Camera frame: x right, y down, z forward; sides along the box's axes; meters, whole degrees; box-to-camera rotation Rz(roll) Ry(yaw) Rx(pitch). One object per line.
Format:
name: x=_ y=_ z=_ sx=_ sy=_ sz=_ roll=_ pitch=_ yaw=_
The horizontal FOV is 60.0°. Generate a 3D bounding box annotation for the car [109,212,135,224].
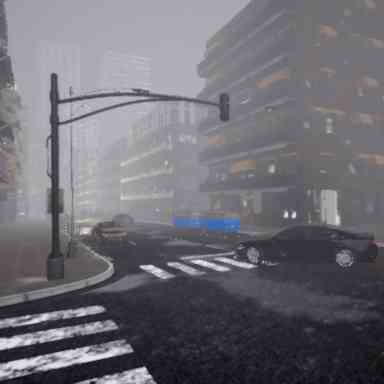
car: x=-8.451 y=3.329 z=40.724 sx=1.812 sy=1.442 sz=4.674 roll=0 pitch=-2 yaw=-26

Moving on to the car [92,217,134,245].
car: x=-5.417 y=2.577 z=21.635 sx=1.802 sy=1.307 sz=4.206 roll=-1 pitch=-2 yaw=-26

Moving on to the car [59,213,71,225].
car: x=-17.739 y=3.846 z=46.758 sx=1.802 sy=1.307 sz=4.206 roll=-1 pitch=-2 yaw=-26

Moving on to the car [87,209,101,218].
car: x=-20.099 y=4.546 z=70.517 sx=2.192 sy=1.841 sz=5.009 roll=-1 pitch=-2 yaw=-26

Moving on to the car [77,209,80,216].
car: x=-29.955 y=5.563 z=90.615 sx=2.192 sy=1.841 sz=5.009 roll=-1 pitch=-2 yaw=-26

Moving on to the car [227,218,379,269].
car: x=4.135 y=1.925 z=12.525 sx=5.008 sy=1.535 sz=1.882 roll=-3 pitch=0 yaw=22

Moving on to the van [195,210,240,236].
van: x=2.079 y=2.286 z=25.293 sx=1.690 sy=1.788 sz=3.998 roll=-1 pitch=-2 yaw=-26

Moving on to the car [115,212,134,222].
car: x=-10.232 y=3.796 z=50.410 sx=1.802 sy=1.307 sz=4.206 roll=-1 pitch=-2 yaw=-26

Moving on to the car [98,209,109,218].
car: x=-15.238 y=4.255 z=60.613 sx=1.752 sy=1.417 sz=4.829 roll=-1 pitch=-2 yaw=-26

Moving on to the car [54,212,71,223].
car: x=-20.208 y=3.959 z=51.787 sx=1.967 sy=1.590 sz=4.097 roll=-1 pitch=-2 yaw=-26

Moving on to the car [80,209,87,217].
car: x=-25.027 y=5.054 z=80.566 sx=2.192 sy=1.841 sz=5.009 roll=-1 pitch=-2 yaw=-26

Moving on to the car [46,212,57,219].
car: x=-32.561 y=5.340 z=76.889 sx=2.008 sy=1.369 sz=4.403 roll=-1 pitch=-2 yaw=-26

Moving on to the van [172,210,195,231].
van: x=-0.385 y=2.540 z=30.319 sx=1.690 sy=1.788 sz=3.998 roll=-1 pitch=-2 yaw=-26

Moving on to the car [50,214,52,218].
car: x=-22.668 y=4.323 z=56.808 sx=2.008 sy=1.369 sz=4.403 roll=-1 pitch=-2 yaw=-26

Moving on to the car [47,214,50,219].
car: x=-30.090 y=4.850 z=71.879 sx=2.192 sy=1.841 sz=5.009 roll=-1 pitch=-2 yaw=-26
